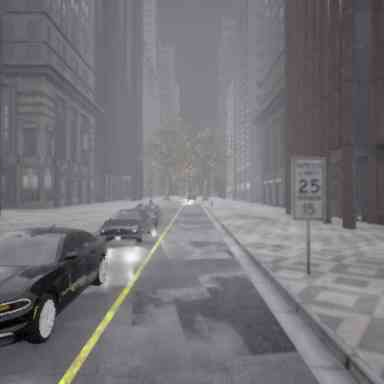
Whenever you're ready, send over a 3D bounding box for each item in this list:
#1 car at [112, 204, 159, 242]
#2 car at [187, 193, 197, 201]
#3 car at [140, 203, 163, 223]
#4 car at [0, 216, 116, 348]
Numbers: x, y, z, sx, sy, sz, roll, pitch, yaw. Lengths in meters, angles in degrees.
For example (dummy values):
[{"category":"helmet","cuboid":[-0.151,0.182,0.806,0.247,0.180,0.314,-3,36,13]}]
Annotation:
[{"category":"car","cuboid":[-3.095,1.553,16.611,2.033,1.411,5.357,0,0,0]},{"category":"car","cuboid":[-0.014,1.262,83.006,2.150,2.045,5.566,0,0,0]},{"category":"car","cuboid":[-3.004,1.499,22.363,2.128,1.511,4.902,0,0,0]},{"category":"car","cuboid":[-3.101,1.481,6.649,1.882,1.535,5.008,0,0,0]}]
